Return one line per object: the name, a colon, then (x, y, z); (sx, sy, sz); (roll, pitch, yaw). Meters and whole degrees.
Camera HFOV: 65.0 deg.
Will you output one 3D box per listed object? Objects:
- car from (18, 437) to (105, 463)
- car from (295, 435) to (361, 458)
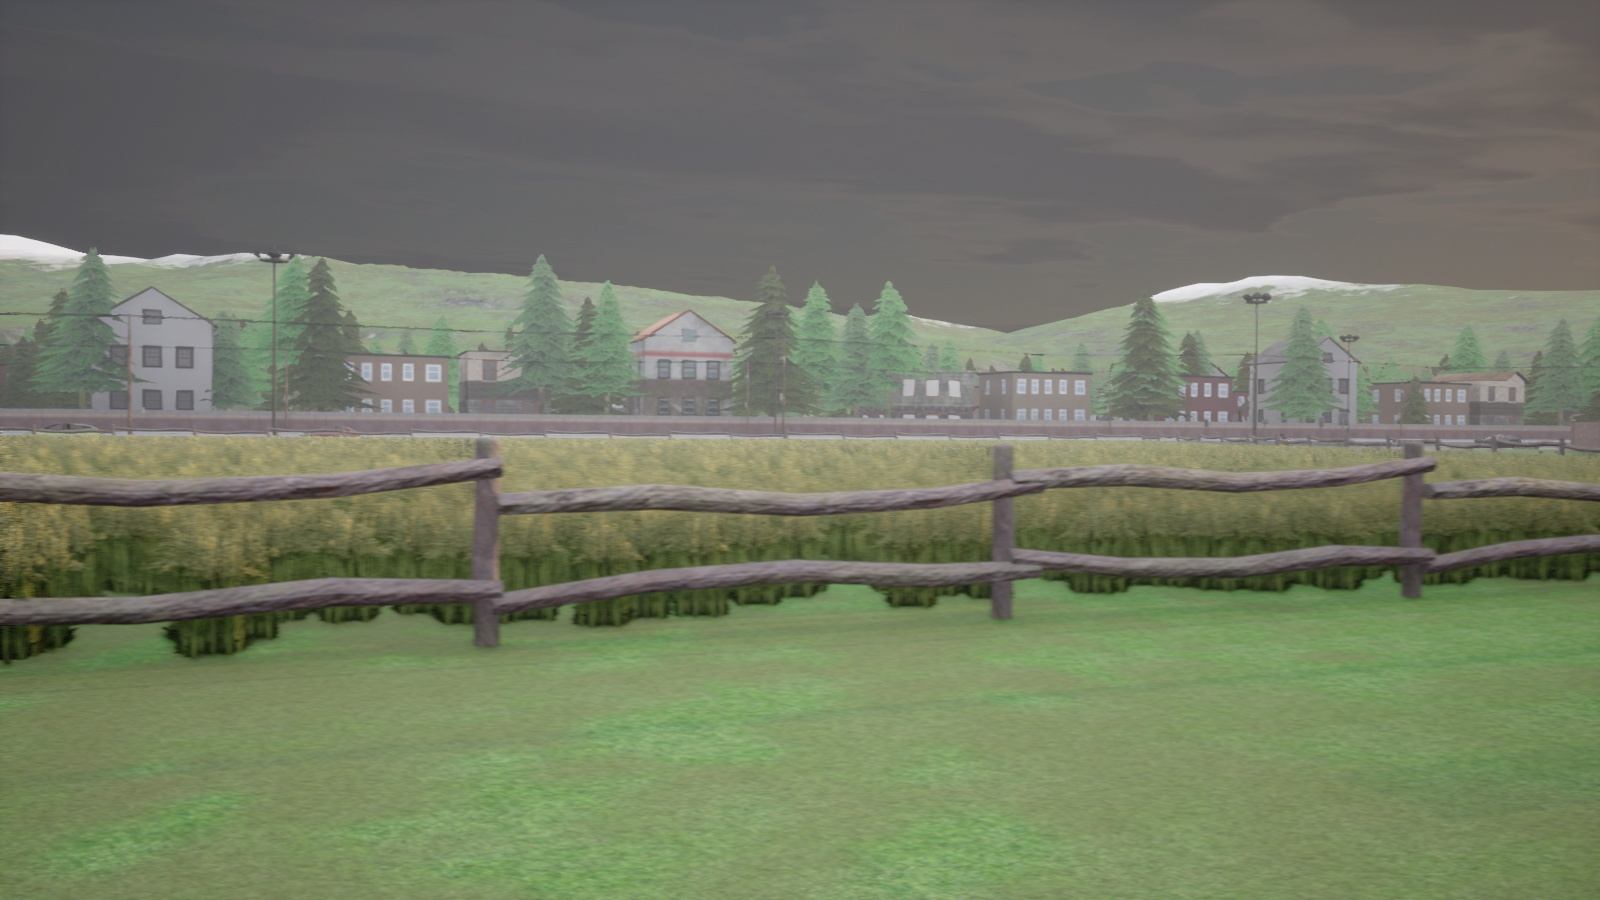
car: (-47.603, -0.014, 81.009); (4.514, 1.525, 2.007); (-1, 1, -21)
car: (-32.554, -0.250, 86.642); (4.193, 1.474, 1.816); (-1, 1, -21)
